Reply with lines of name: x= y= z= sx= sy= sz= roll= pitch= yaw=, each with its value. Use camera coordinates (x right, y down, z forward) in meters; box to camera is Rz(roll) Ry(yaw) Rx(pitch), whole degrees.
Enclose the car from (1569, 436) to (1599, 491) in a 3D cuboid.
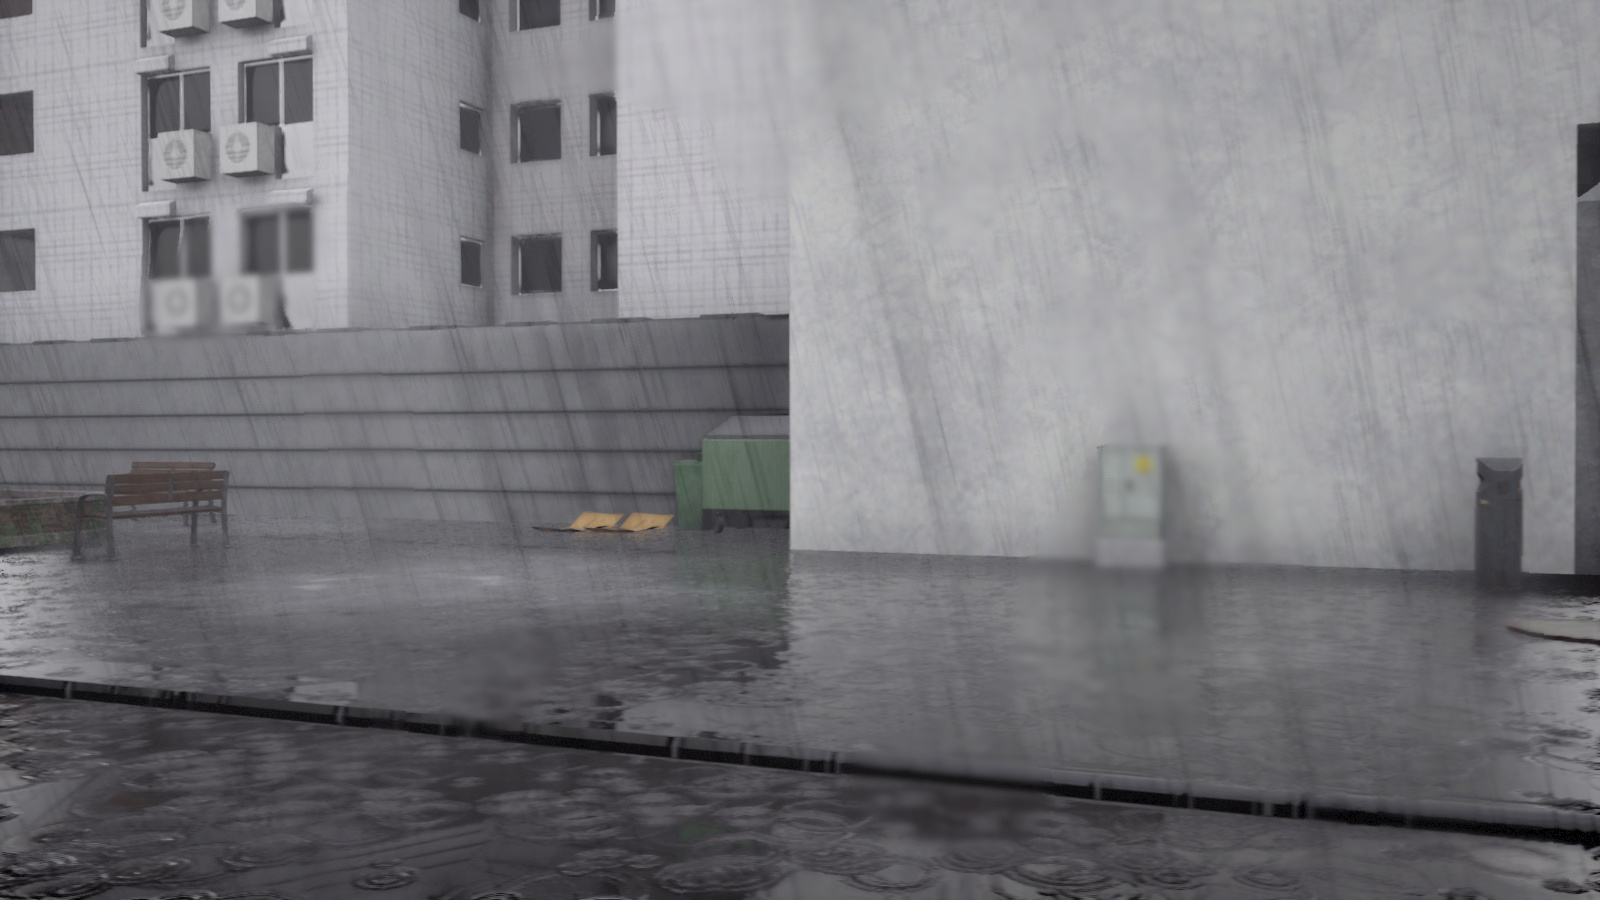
car: x=23.736 y=0.367 z=36.108 sx=1.882 sy=1.535 sz=5.008 roll=1 pitch=1 yaw=21
